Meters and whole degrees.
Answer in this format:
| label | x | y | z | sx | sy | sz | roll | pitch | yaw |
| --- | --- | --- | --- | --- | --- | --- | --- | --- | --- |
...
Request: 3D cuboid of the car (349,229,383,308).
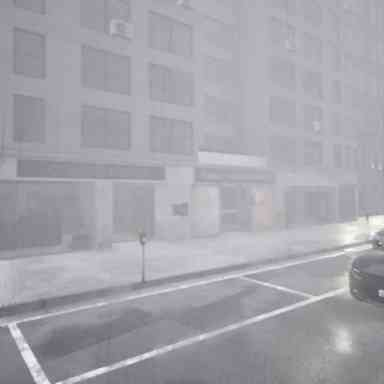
| label | x | y | z | sx | sy | sz | roll | pitch | yaw |
| --- | --- | --- | --- | --- | --- | --- | --- | --- | --- |
| car | 5.366 | 1.495 | 7.252 | 5.008 | 1.535 | 1.882 | 0 | 0 | -37 |
